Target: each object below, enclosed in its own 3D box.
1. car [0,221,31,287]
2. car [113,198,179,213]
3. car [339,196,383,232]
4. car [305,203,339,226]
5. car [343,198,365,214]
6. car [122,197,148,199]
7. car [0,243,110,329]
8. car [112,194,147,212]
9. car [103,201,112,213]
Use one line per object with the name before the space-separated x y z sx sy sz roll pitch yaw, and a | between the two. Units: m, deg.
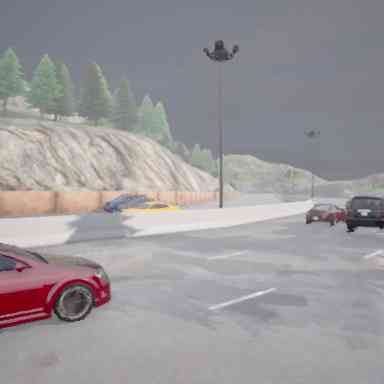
car | -6.791 1.563 7.552 5.357 1.411 2.033 0 0 -37
car | -3.108 1.501 25.045 1.882 1.535 5.008 0 0 43
car | 10.566 1.220 19.070 2.150 2.045 5.566 0 0 40
car | 9.436 1.530 23.312 1.812 1.442 4.674 0 0 39
car | 18.205 1.493 37.331 2.128 1.511 4.902 0 0 27
car | -3.591 1.519 29.724 2.128 1.511 4.902 0 0 40
car | -3.598 1.574 5.791 4.181 1.385 1.994 0 0 -36
car | -5.252 1.385 33.160 2.097 1.767 4.553 0 0 39
car | -7.032 1.259 36.420 2.150 2.045 5.566 0 0 37
